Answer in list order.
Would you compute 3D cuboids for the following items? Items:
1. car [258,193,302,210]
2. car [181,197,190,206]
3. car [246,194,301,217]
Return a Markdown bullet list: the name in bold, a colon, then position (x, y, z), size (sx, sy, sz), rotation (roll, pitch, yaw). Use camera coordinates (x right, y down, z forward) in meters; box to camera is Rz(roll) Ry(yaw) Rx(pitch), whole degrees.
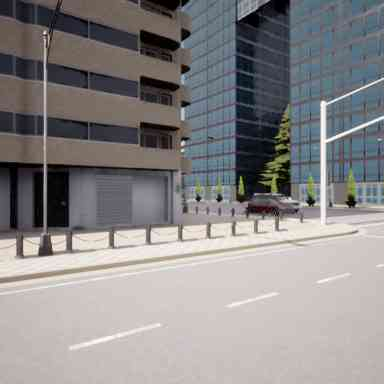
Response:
- **car**: position (8.634, 1.166, 34.637), size (2.150, 2.045, 5.566), rotation (0, 0, -36)
- **car**: position (-2.242, 1.436, 50.073), size (2.128, 1.511, 4.902), rotation (0, 0, -35)
- **car**: position (7.198, 1.296, 30.661), size (2.097, 1.767, 4.553), rotation (0, 0, -36)
